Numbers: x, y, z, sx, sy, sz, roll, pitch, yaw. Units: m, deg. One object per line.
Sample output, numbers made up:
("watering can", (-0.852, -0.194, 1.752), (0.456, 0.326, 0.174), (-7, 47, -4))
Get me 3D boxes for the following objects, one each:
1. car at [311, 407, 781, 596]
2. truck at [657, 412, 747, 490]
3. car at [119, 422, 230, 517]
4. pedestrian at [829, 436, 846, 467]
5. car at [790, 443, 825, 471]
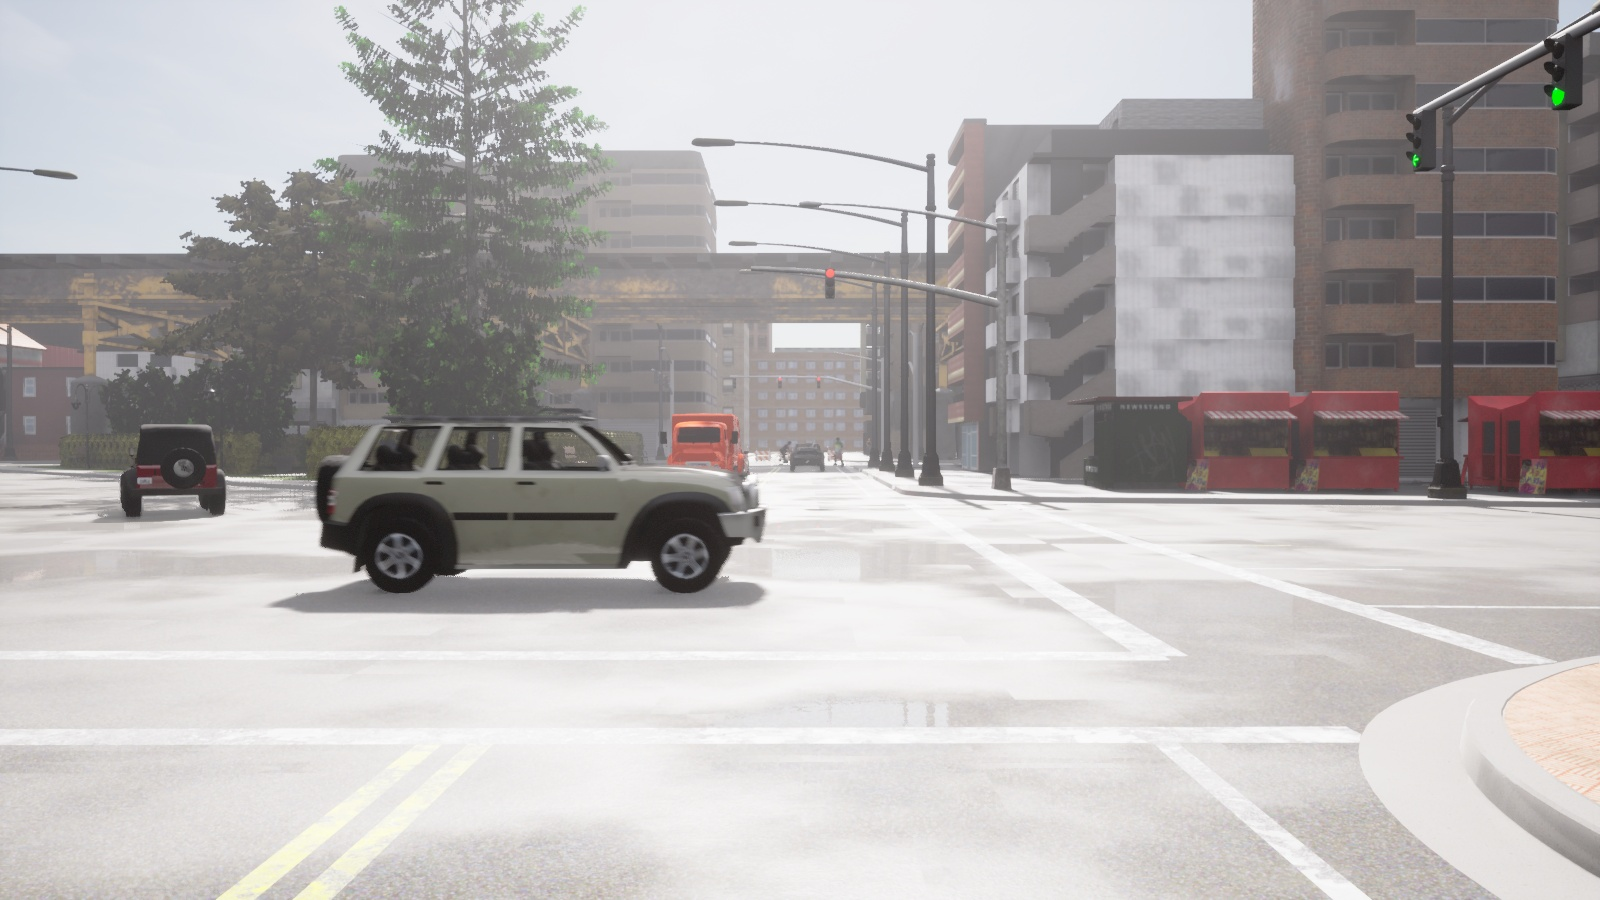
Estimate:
("car", (-2.521, 0.504, 13.366), (4.605, 1.855, 1.932), (0, 0, 0))
("truck", (-3.240, 0.016, 42.607), (2.627, 2.467, 5.204), (0, 0, 0))
("car", (-13.523, 0.372, 27.046), (1.905, 1.878, 3.866), (0, 0, -30))
("pedestrian", (2.370, 0.079, 78.760), (0.873, 1.952, 0.659), (0, 0, -41))
("car", (0.406, 0.366, 68.269), (1.837, 1.490, 4.892), (0, 0, 0))
